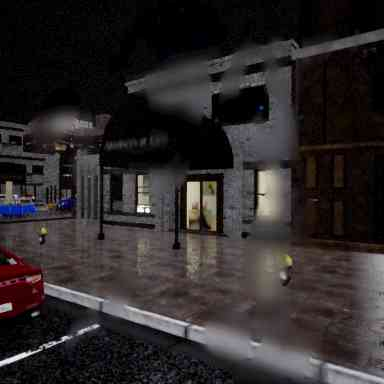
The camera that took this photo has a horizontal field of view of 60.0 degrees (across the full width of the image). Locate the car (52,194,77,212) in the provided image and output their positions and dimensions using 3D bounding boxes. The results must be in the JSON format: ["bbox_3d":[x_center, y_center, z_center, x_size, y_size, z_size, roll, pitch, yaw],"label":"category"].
[{"bbox_3d":[-13.906,1.284,41.228,2.150,2.045,5.566,0,0,36],"label":"car"}]

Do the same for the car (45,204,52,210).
[{"bbox_3d":[-16.227,1.569,42.442,1.752,1.417,4.829,0,0,35],"label":"car"}]

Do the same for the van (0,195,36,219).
[{"bbox_3d":[-15.623,1.413,28.713,1.690,1.788,3.998,0,0,35],"label":"van"}]

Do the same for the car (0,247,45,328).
[{"bbox_3d":[-4.531,1.544,6.099,4.507,1.381,1.887,0,0,35],"label":"car"}]
